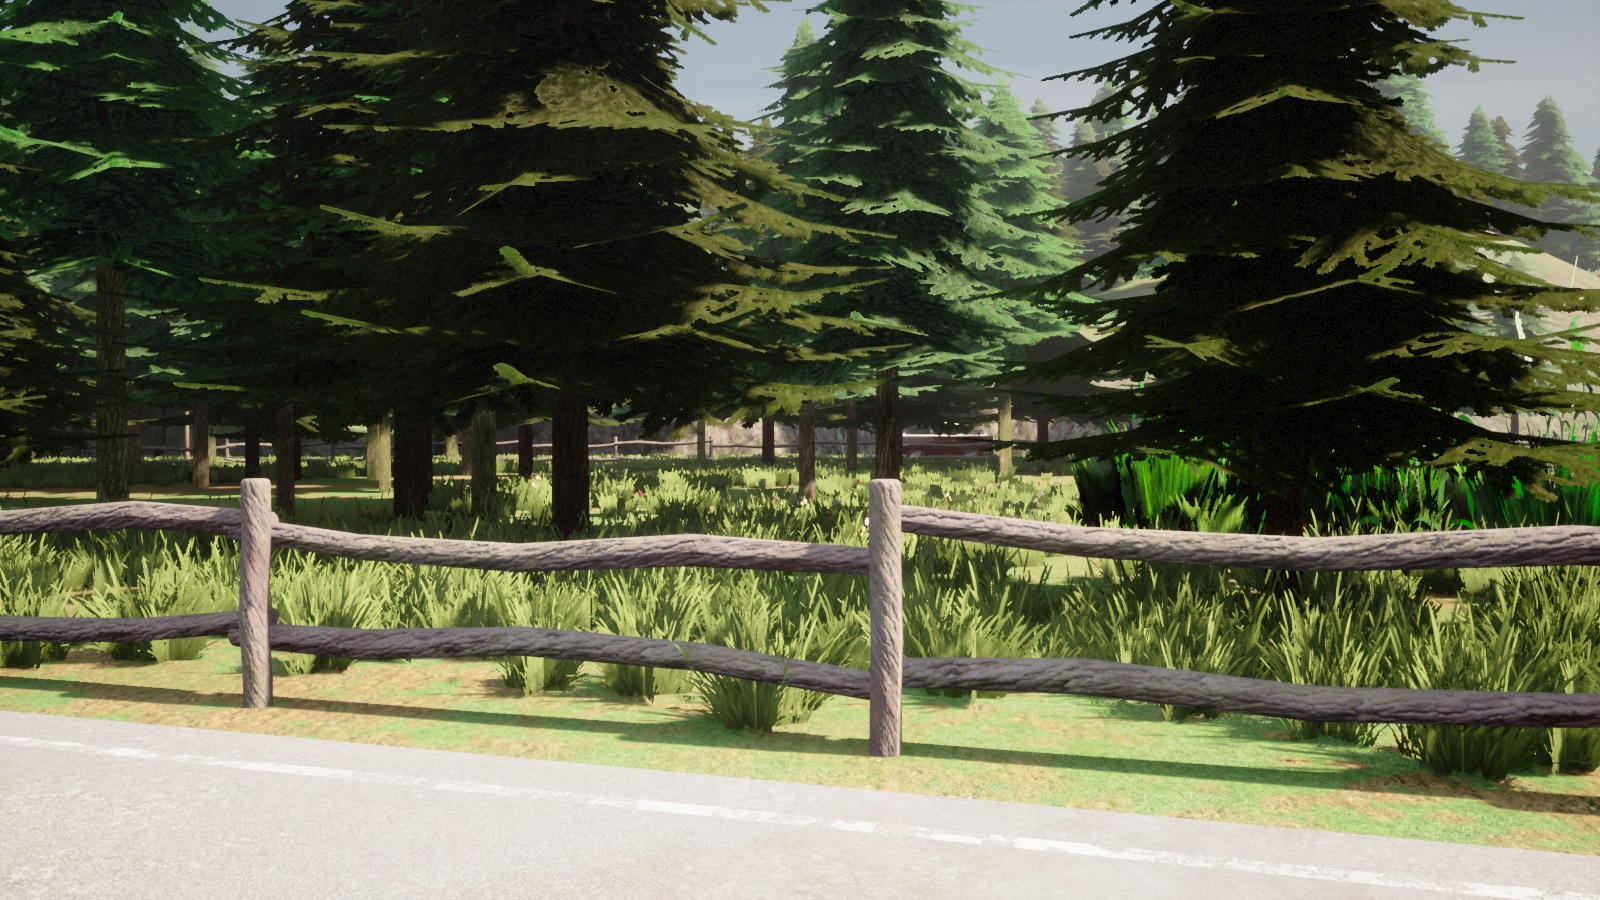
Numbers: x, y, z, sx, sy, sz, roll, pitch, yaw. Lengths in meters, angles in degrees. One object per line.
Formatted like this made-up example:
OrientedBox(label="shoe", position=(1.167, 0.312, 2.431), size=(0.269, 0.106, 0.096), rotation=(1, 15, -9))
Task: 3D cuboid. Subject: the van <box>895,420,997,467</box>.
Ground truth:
OrientedBox(label="van", position=(6.522, -0.296, 56.547), size=(4.480, 2.038, 2.069), rotation=(0, 1, 4))
